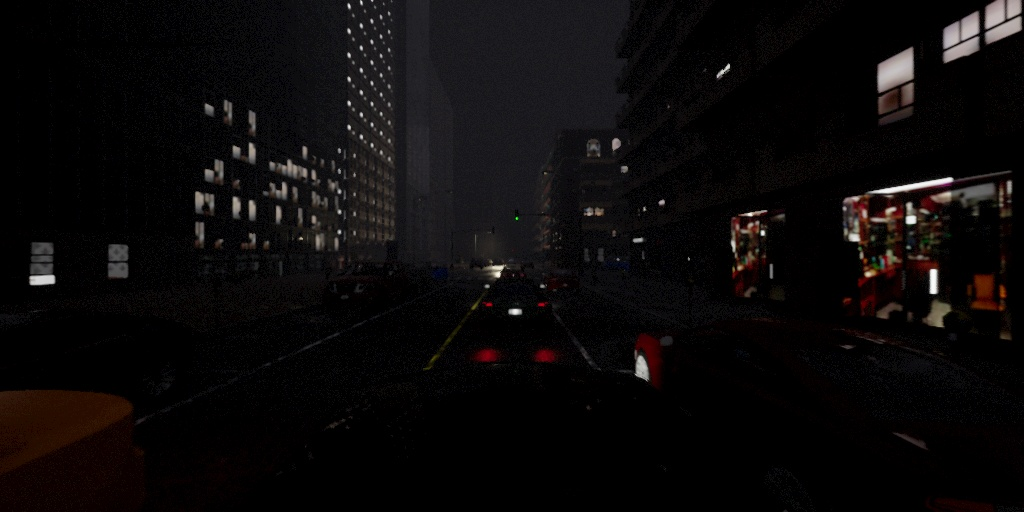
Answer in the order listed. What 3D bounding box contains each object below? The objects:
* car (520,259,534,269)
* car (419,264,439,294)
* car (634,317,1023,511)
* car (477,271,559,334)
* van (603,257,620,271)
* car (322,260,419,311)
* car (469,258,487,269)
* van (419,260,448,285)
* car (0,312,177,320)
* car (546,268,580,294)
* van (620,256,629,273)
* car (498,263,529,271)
[{"bbox_3d":[2.681,1.423,58.158,1.888,1.381,4.507,0,0,0],"label":"car"},{"bbox_3d":[-5.695,1.350,20.245,1.948,1.339,4.313,0,0,0],"label":"car"},{"bbox_3d":[2.688,1.298,3.677,1.888,1.381,4.507,0,0,0],"label":"car"},{"bbox_3d":[0.088,1.330,10.761,1.994,1.385,4.181,0,0,0],"label":"car"},{"bbox_3d":[13.714,0.952,45.733,3.998,1.789,1.690,0,0,0],"label":"van"},{"bbox_3d":[-5.694,1.088,14.722,2.192,1.841,5.009,0,0,0],"label":"car"},{"bbox_3d":[-5.699,1.193,58.158,2.192,1.841,5.009,0,0,0],"label":"car"},{"bbox_3d":[-5.695,1.137,25.768,1.690,1.789,3.998,0,0,0],"label":"van"},{"bbox_3d":[-5.692,1.319,3.677,1.948,1.339,4.313,0,0,0],"label":"car"},{"bbox_3d":[2.685,1.329,20.245,1.888,1.381,4.507,0,0,0],"label":"car"},{"bbox_3d":[13.737,0.973,37.352,3.998,1.789,1.690,0,0,0],"label":"van"},{"bbox_3d":[0.094,1.400,27.560,1.895,1.301,4.718,0,0,0],"label":"car"}]
